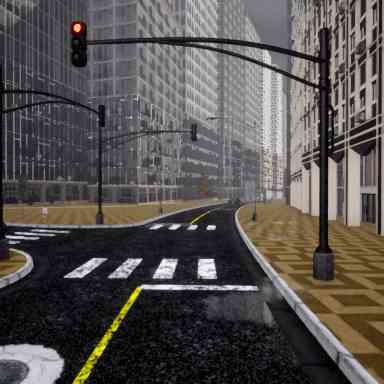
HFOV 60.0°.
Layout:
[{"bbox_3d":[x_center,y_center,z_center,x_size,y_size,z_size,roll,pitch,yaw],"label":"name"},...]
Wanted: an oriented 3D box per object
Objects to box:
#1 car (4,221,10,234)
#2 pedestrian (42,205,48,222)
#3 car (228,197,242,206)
[{"bbox_3d":[-10.581,1.444,15.298,4.181,1.385,1.994,1,1,18],"label":"car"},{"bbox_3d":[-9.298,1.345,21.024,0.500,1.100,0.500,0,0,17],"label":"pedestrian"},{"bbox_3d":[7.450,1.650,57.064,1.882,1.535,5.008,0,0,14],"label":"car"}]
